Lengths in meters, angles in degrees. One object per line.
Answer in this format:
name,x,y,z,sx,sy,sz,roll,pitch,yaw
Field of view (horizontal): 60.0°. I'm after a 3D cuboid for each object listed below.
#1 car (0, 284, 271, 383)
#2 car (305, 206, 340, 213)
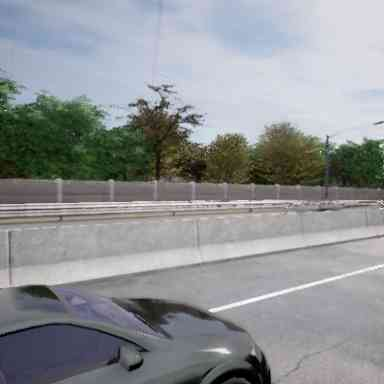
car,-1.268,1.564,2.842,4.181,1.385,1.994,0,0,-35
car,8.371,1.260,22.739,4.902,1.511,2.128,0,0,-36
